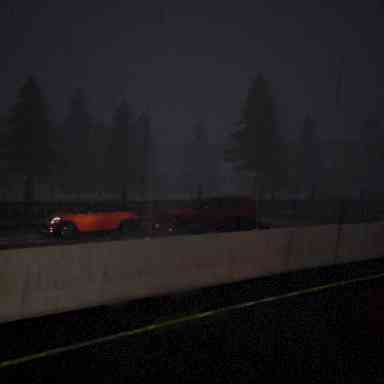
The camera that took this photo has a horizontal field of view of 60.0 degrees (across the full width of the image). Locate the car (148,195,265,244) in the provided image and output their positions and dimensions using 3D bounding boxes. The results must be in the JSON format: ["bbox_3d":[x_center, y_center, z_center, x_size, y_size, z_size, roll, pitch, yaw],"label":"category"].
[{"bbox_3d":[0.806,1.204,16.592,5.566,2.045,2.150,0,0,-29],"label":"car"}]

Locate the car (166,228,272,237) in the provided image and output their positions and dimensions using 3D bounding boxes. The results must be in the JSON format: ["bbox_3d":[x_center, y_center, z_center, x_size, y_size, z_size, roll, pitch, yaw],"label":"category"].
[{"bbox_3d":[1.134,1.552,12.702,4.181,1.385,1.994,0,0,-30],"label":"car"}]
